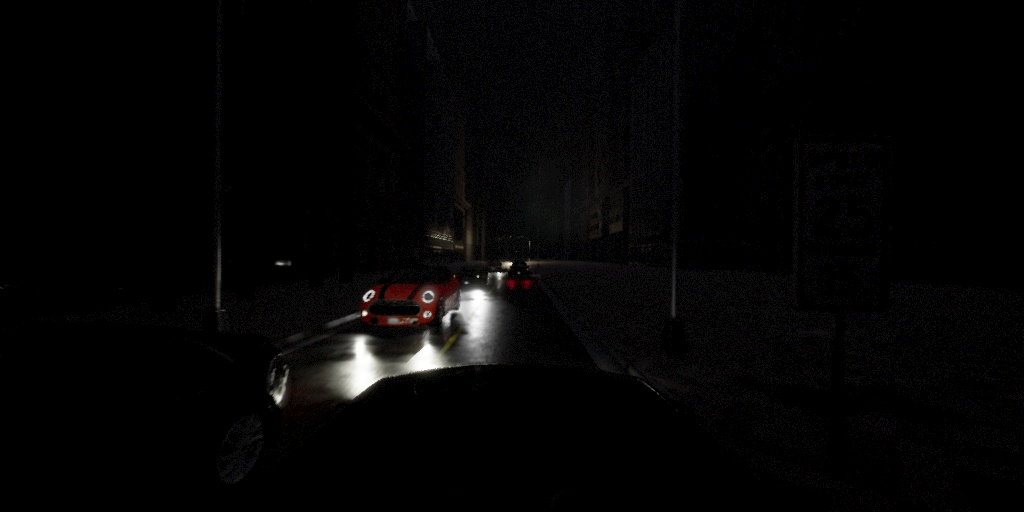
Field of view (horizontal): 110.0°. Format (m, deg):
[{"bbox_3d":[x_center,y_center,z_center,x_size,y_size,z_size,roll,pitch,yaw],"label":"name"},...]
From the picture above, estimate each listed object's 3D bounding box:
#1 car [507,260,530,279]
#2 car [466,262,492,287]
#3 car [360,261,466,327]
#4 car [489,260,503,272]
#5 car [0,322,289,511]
[{"bbox_3d":[0.655,1.247,32.607,1.812,1.442,4.674,1,0,2],"label":"car"},{"bbox_3d":[-2.672,1.290,23.651,1.895,1.301,4.718,1,0,2],"label":"car"},{"bbox_3d":[-2.936,1.052,11.298,2.097,1.767,4.553,1,0,1],"label":"car"},{"bbox_3d":[-2.151,1.238,44.435,1.812,1.442,4.674,1,0,1],"label":"car"},{"bbox_3d":[-3.153,1.213,1.624,1.837,1.490,4.892,1,0,0],"label":"car"}]
